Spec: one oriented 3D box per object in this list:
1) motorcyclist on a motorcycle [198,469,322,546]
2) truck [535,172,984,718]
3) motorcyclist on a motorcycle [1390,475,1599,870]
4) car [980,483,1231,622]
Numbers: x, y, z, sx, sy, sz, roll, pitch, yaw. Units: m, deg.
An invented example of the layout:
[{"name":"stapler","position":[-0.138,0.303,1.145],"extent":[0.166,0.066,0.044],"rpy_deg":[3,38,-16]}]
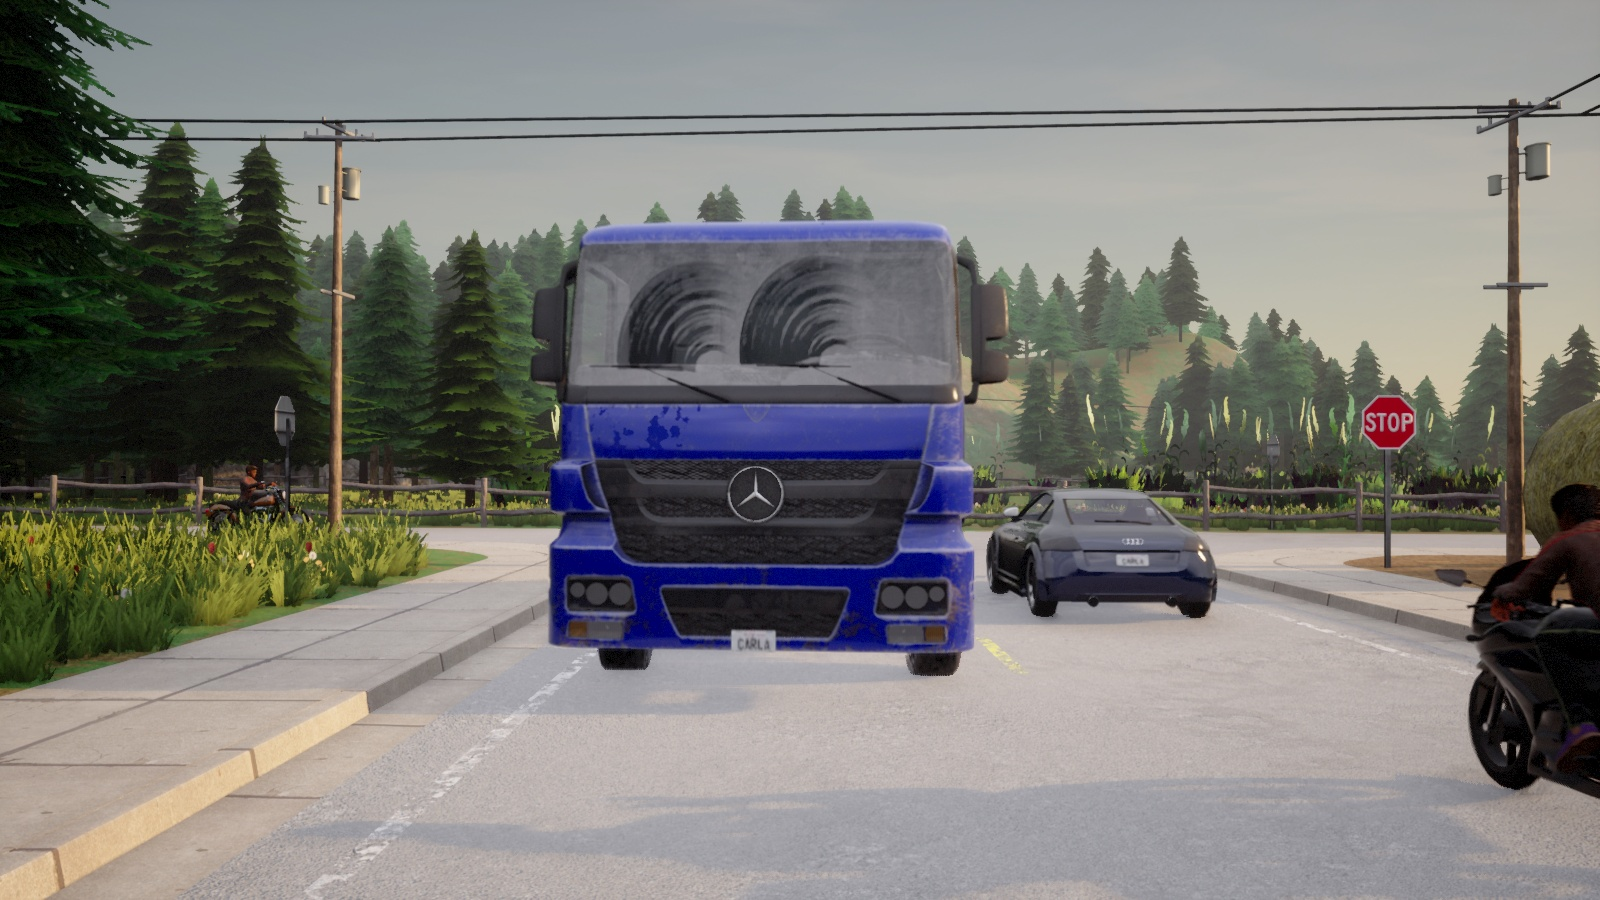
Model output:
[{"name":"motorcyclist on a motorcycle","position":[-11.643,1.231,27.127],"extent":[2.350,1.649,0.766],"rpy_deg":[0,-1,3]},{"name":"truck","position":[0.016,0.034,12.032],"extent":[2.891,3.462,7.936],"rpy_deg":[0,-1,4]},{"name":"motorcyclist on a motorcycle","position":[3.486,0.875,5.520],"extent":[0.797,1.523,2.044],"rpy_deg":[0,-1,0]},{"name":"car","position":[3.463,1.117,15.083],"extent":[1.994,1.385,4.181],"rpy_deg":[0,-1,0]}]
